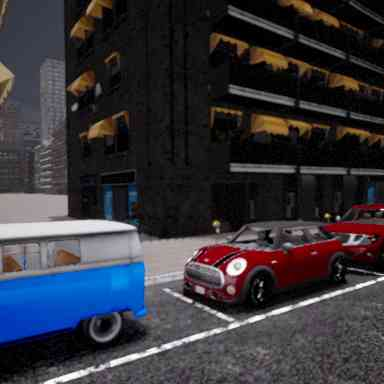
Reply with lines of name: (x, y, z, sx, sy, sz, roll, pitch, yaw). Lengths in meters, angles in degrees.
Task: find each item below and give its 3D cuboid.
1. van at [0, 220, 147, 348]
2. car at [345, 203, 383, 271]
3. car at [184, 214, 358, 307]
van: (-2.616, 1.342, 4.715, 3.998, 1.788, 1.690, 0, -1, -35)
car: (6.188, 1.318, 10.995, 5.009, 1.841, 2.192, 0, -1, -35)
car: (1.788, 1.442, 7.853, 4.097, 1.590, 1.967, 0, -1, -35)
